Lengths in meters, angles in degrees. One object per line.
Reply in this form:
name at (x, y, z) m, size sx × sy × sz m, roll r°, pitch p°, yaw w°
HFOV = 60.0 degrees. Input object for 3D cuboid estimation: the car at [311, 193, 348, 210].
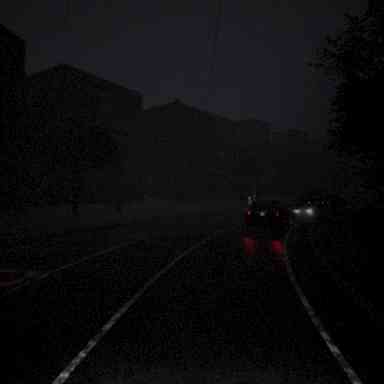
car at (15.676, 1.159, 37.227) m, size 2.033 × 1.411 × 5.357 m, roll -1°, pitch 1°, yaw 43°

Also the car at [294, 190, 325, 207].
car at (15.061, 0.809, 41.878) m, size 5.566 × 2.045 × 2.150 m, roll -2°, pitch 1°, yaw -44°

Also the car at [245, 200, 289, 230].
car at (4.779, 1.250, 20.728) m, size 2.097 × 1.767 × 4.553 m, roll 0°, pitch 0°, yaw 22°
